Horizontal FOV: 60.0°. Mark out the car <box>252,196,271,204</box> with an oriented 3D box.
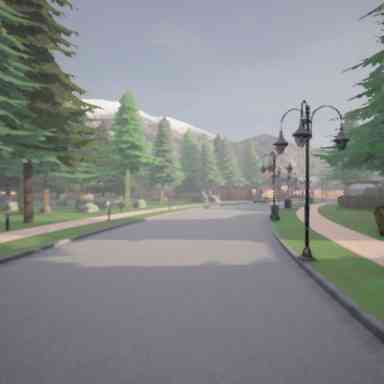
[{"bbox_3d":[11.940,1.362,57.038,1.895,1.301,4.718,0,0,30],"label":"car"}]
